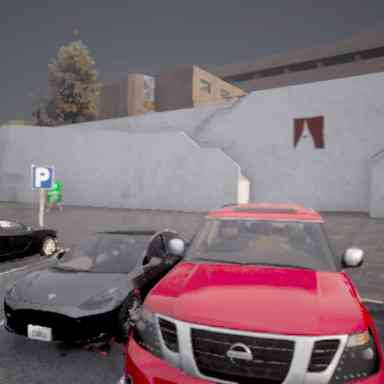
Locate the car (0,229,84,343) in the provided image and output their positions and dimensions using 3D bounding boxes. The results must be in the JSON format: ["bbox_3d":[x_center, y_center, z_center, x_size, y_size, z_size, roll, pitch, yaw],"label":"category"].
[{"bbox_3d":[-1.391,1.513,6.757,2.163,1.488,4.792,1,-1,15],"label":"car"}]

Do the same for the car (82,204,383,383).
[{"bbox_3d":[1.058,1.235,5.017,2.435,2.045,5.566,1,-1,15],"label":"car"}]

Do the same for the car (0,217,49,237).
[{"bbox_3d":[-6.278,1.485,10.267,2.097,1.535,5.008,0,-1,16],"label":"car"}]
